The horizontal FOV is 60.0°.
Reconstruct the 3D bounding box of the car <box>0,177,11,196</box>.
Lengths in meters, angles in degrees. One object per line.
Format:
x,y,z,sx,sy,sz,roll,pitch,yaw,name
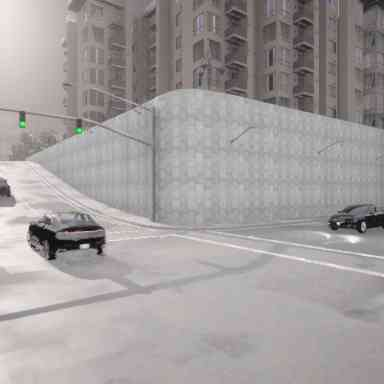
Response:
-19.017,-0.742,32.244,2.097,1.767,4.553,0,11,-36,car

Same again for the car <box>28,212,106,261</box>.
-4.812,1.493,12.484,2.128,1.511,4.902,0,0,-36,car

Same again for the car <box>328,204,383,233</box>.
10.056,1.505,19.773,4.892,1.490,1.837,0,0,-36,car
